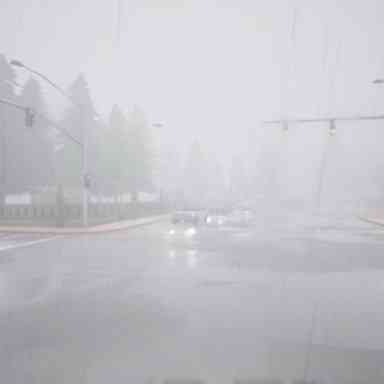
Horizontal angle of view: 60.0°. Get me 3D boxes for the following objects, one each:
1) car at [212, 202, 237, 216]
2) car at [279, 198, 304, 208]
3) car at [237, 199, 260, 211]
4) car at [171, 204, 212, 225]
[{"bbox_3d":[2.948,1.706,34.957,1.994,1.385,4.181,0,0,21],"label":"car"},{"bbox_3d":[15.970,1.663,53.412,5.008,1.535,1.882,0,0,-39],"label":"car"},{"bbox_3d":[7.437,1.694,43.901,1.812,1.442,4.674,0,0,34],"label":"car"},{"bbox_3d":[-0.085,1.710,25.466,1.895,1.301,4.718,0,0,16],"label":"car"}]
